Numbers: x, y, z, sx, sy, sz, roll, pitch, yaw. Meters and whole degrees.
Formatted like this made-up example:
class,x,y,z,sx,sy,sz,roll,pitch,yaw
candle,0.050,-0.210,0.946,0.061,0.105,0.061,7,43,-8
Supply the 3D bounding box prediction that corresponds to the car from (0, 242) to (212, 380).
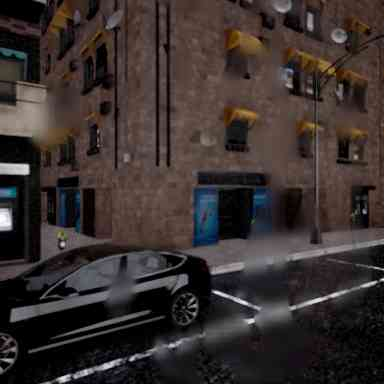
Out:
class,x,y,z,sx,sy,sz,roll,pitch,yaw
car,-1.617,1.573,5.412,4.313,1.339,1.947,0,-1,-36
